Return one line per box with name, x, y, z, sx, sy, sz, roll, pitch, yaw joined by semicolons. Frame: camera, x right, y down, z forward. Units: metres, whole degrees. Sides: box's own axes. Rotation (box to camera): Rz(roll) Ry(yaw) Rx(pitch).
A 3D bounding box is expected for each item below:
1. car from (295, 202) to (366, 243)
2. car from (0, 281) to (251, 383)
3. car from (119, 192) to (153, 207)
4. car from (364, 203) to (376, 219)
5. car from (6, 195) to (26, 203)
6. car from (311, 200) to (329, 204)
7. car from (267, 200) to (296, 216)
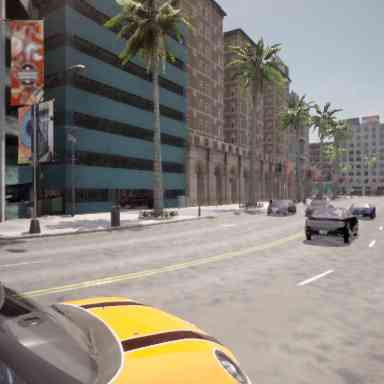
car;6.872;1.487;16.160;2.128;1.511;4.902;0;0;33
car;-1.673;1.349;2.085;4.553;1.767;2.097;0;0;-36
car;-7.688;0.986;46.314;2.435;2.045;5.566;0;0;32
car;14.838;1.604;28.925;1.895;1.301;4.718;0;0;32
car;-33.416;1.341;61.943;2.161;1.482;4.786;0;0;32
car;11.818;1.544;30.696;1.837;1.490;4.892;0;0;32
car;8.848;1.501;32.549;2.128;1.511;4.902;0;0;32
